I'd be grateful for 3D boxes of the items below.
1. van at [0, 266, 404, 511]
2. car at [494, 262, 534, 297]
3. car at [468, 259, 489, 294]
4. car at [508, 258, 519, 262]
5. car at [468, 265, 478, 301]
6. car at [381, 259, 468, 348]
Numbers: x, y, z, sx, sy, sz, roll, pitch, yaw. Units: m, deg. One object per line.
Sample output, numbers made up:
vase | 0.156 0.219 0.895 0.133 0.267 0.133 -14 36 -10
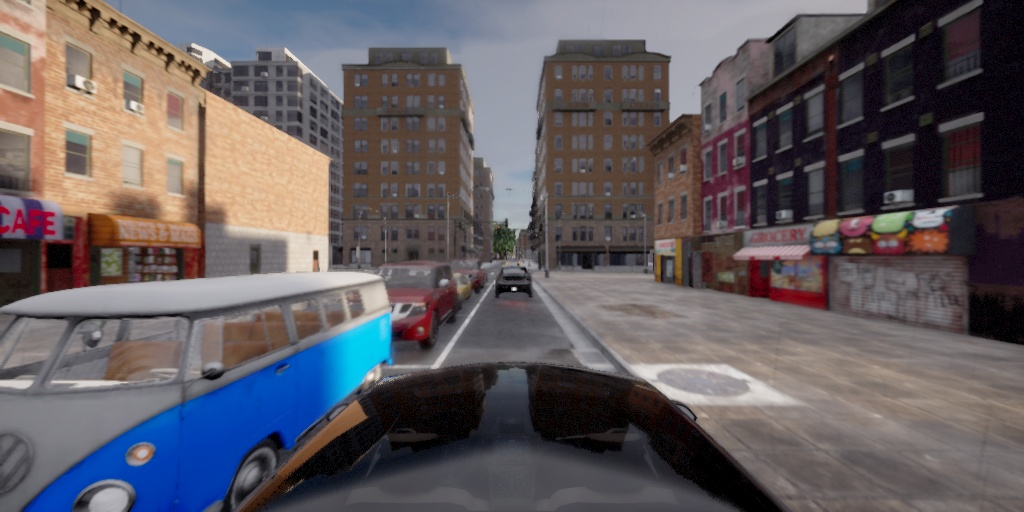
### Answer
van | -2.637 1.090 3.803 1.690 1.789 3.998 0 0 0
car | 0.099 1.258 18.912 1.837 1.490 4.892 0 0 0
car | -2.635 1.068 20.644 2.192 1.841 5.009 0 0 0
car | 0.094 1.238 32.910 1.882 1.535 5.008 0 0 0
car | -2.636 1.276 14.860 1.751 1.417 4.829 0 0 0
car | -2.636 1.064 9.417 2.192 1.841 5.009 0 0 0
